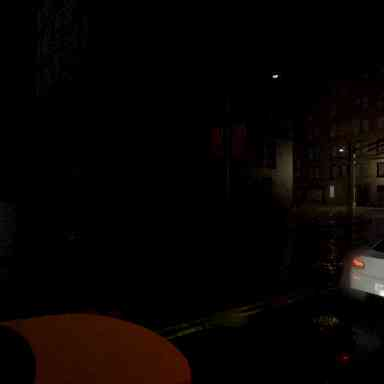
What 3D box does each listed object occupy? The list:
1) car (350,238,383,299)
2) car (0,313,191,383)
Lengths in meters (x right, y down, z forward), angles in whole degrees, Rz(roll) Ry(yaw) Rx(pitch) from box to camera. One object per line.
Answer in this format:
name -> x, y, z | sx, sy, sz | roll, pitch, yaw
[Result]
car -> 5.238, 1.529, 7.173 | 4.674, 1.442, 1.812 | 0, 0, -35
car -> -2.264, 1.477, 1.828 | 5.008, 1.535, 1.882 | 0, 0, -35
